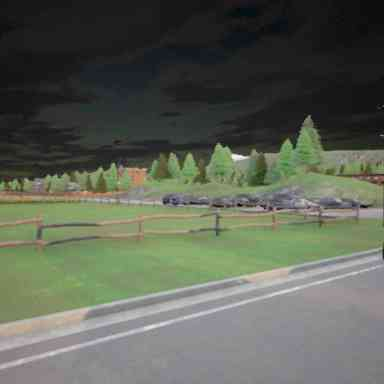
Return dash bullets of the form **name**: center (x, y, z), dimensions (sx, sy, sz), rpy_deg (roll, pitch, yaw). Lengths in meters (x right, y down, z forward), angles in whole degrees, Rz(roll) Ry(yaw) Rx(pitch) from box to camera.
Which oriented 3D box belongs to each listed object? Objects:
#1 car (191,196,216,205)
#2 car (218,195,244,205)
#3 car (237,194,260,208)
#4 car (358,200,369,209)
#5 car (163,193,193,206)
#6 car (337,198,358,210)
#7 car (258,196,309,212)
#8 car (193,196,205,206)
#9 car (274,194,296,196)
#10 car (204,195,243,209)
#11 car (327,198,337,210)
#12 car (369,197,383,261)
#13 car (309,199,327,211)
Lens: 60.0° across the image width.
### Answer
- **car**: center (2.014, 1.498, 60.663), dimensions (1.882, 1.535, 5.008), rpy_deg (0, 0, -36)
- **car**: center (6.965, 1.374, 59.816), dimensions (2.097, 1.767, 4.553), rpy_deg (0, 0, -36)
- **car**: center (7.162, 1.496, 47.615), dimensions (1.882, 1.535, 5.008), rpy_deg (0, 0, -36)
- **car**: center (21.697, 1.572, 45.520), dimensions (2.033, 1.411, 5.357), rpy_deg (0, 0, -36)
- **car**: center (-2.735, 1.236, 55.269), dimensions (2.150, 2.045, 5.566), rpy_deg (0, 0, -36)
- **car**: center (18.671, 1.549, 43.726), dimensions (1.812, 1.442, 4.674), rpy_deg (0, 0, -37)
- **car**: center (10.231, 1.522, 37.480), dimensions (1.837, 1.490, 4.892), rpy_deg (0, 0, -36)
- **car**: center (1.116, 1.566, 55.916), dimensions (2.033, 1.411, 5.357), rpy_deg (0, 0, -36)
- **car**: center (13.177, 1.514, 51.255), dimensions (2.128, 1.511, 4.902), rpy_deg (0, 0, -36)
- **car**: center (4.289, 1.521, 45.617), dimensions (1.837, 1.490, 4.892), rpy_deg (0, 0, -36)
- **car**: center (15.199, 1.568, 42.544), dimensions (2.033, 1.411, 5.357), rpy_deg (0, 0, -36)
- **car**: center (7.362, 1.225, 9.014), dimensions (5.566, 2.045, 2.150), rpy_deg (1, 0, -35)
- **car**: center (13.104, 1.545, 39.481), dimensions (1.812, 1.442, 4.674), rpy_deg (0, 0, -36)
